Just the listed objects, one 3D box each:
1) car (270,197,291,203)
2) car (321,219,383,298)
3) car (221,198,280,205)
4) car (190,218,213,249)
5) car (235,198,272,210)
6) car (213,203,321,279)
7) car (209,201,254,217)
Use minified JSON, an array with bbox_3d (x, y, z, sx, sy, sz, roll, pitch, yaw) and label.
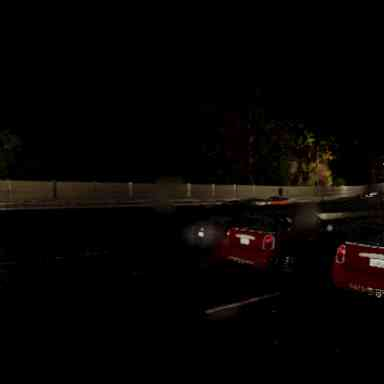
[{"bbox_3d":[10.341,1.398,41.418,4.553,1.767,2.097,0,0,-35],"label":"car"},{"bbox_3d":[5.228,1.358,7.472,4.553,1.767,2.097,0,0,-35],"label":"car"},{"bbox_3d":[4.975,1.516,29.017,4.902,1.511,2.128,0,0,-35],"label":"car"},{"bbox_3d":[1.992,1.571,13.759,4.181,1.385,1.994,0,0,-35],"label":"car"},{"bbox_3d":[8.167,1.524,44.166,5.008,1.535,1.882,1,0,-35],"label":"car"},{"bbox_3d":[3.172,1.358,10.307,4.553,1.767,2.097,0,0,-35],"label":"car"},{"bbox_3d":[3.904,1.590,32.542,4.181,1.385,1.994,0,0,-35],"label":"car"}]
